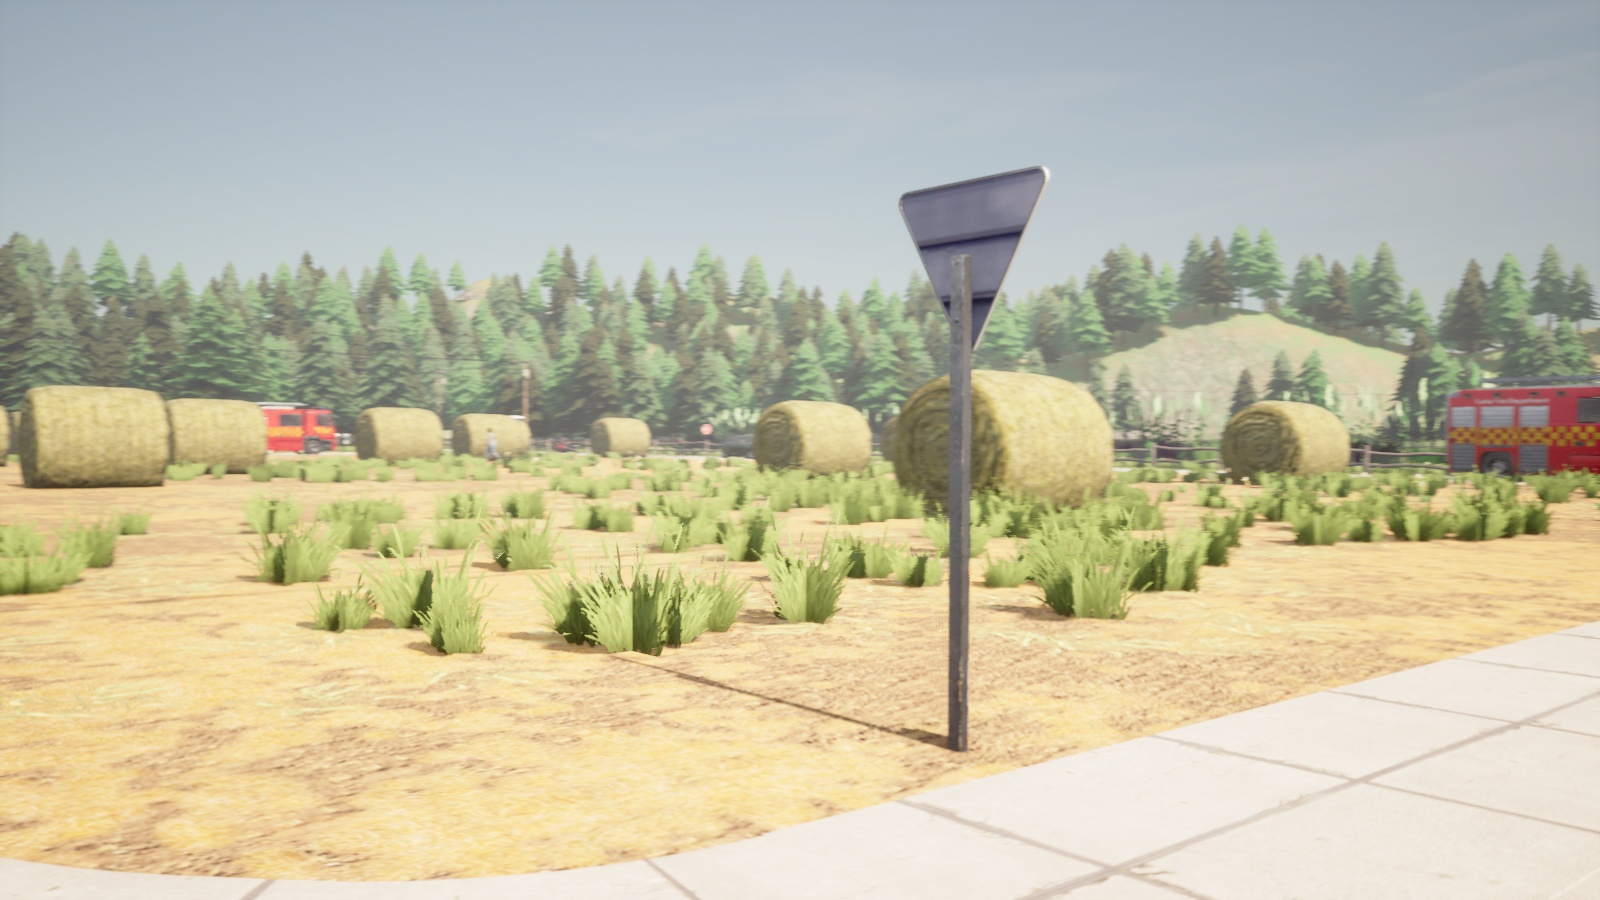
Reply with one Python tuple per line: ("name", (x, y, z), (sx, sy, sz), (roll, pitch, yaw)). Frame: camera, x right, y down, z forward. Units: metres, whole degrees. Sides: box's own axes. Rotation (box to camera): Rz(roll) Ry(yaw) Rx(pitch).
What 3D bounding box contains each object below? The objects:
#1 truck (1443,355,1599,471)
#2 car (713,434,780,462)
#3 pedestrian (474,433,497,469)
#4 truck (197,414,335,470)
("truck", (26.996, -1.243, 42.928), (2.891, 3.827, 8.468), (-1, 1, -38))
("car", (-3.561, -0.115, 82.743), (2.097, 1.767, 4.553), (-1, 1, -38))
("pedestrian", (-16.263, 0.061, 64.996), (0.900, 1.855, 0.874), (-1, 1, 3))
("truck", (-37.746, -0.618, 89.013), (8.468, 3.827, 2.891), (-1, 1, -40))
